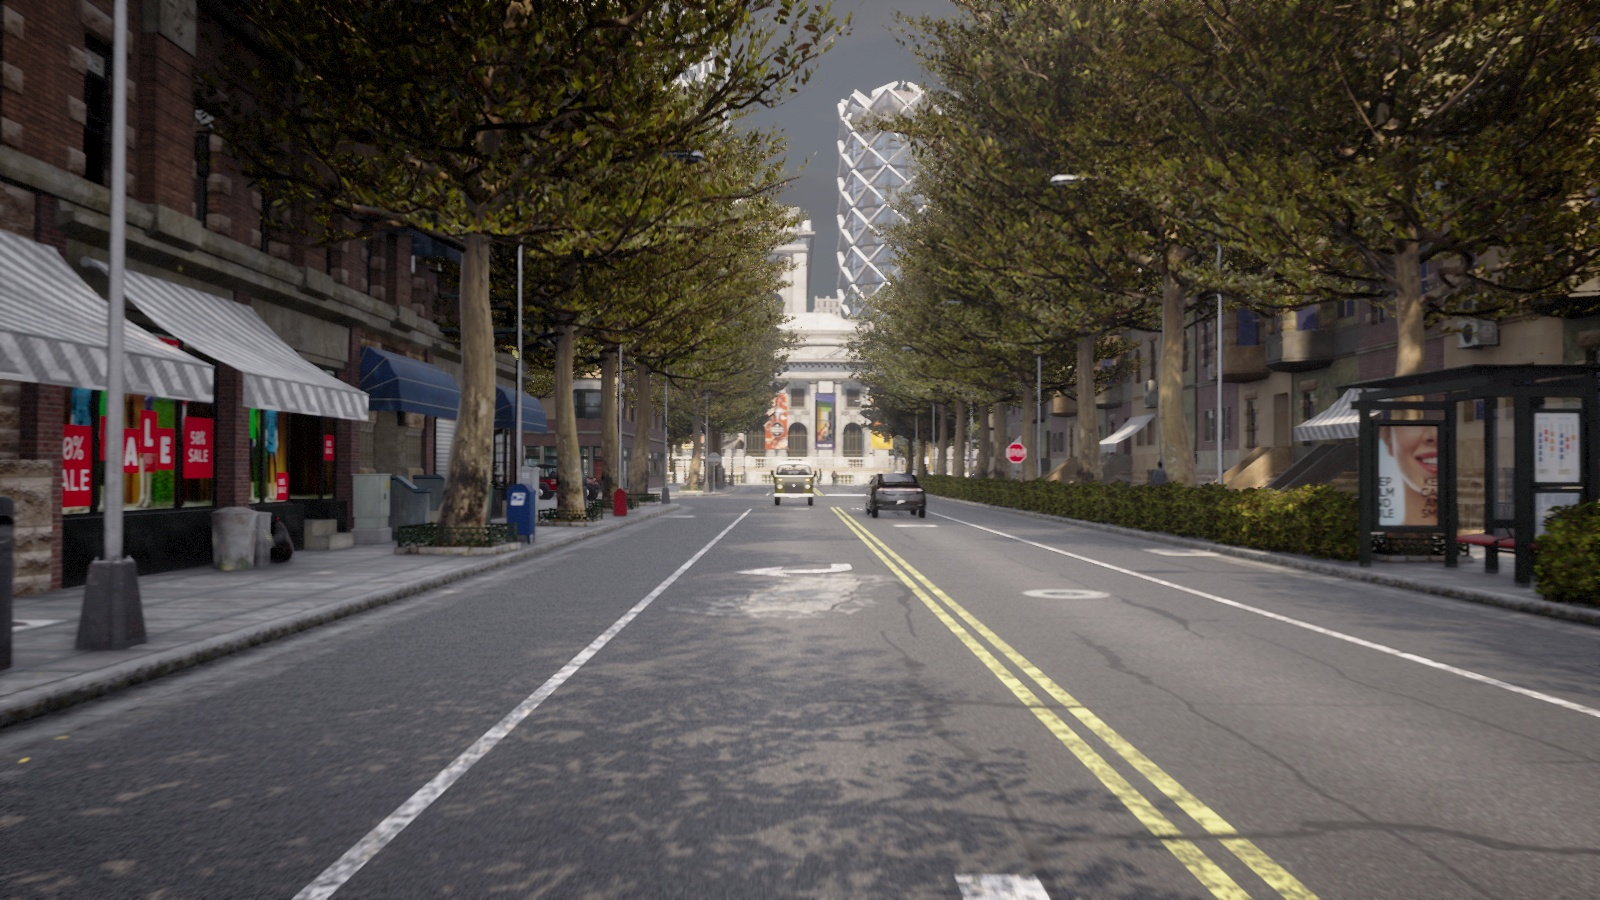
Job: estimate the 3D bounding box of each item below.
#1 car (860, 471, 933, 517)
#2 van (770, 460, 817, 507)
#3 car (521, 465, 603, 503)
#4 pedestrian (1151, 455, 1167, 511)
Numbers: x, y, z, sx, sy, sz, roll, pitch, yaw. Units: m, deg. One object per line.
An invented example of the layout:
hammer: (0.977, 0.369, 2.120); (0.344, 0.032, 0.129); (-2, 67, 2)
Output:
car: (3.277, 1.487, 43.682); (2.128, 1.511, 4.902); (0, -1, 0)
van: (-0.291, 1.493, 56.992); (2.069, 2.038, 4.480); (0, -1, 0)
car: (-12.176, 1.742, 64.506); (3.866, 1.878, 1.905); (0, -1, -1)
pedestrian: (12.664, 1.160, 44.327); (0.423, 1.949, 0.788); (0, -1, 7)
